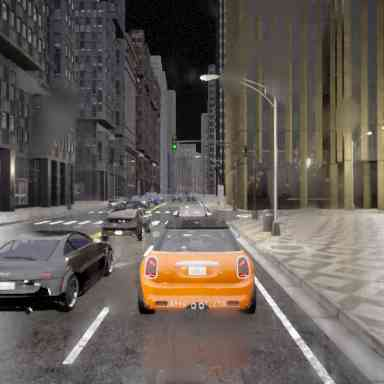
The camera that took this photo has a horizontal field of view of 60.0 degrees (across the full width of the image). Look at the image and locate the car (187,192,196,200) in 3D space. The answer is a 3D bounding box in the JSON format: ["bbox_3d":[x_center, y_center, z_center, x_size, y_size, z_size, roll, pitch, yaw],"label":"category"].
[{"bbox_3d":[-0.119,0.972,84.267,2.097,1.767,4.553,0,0,0],"label":"car"}]

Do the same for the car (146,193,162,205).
[{"bbox_3d":[-6.685,1.112,54.730,2.150,2.045,5.566,0,0,0],"label":"car"}]

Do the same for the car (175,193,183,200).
[{"bbox_3d":[-3.369,1.117,84.293,1.837,1.490,4.892,0,0,0],"label":"car"}]

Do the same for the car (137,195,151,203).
[{"bbox_3d":[-9.848,1.387,68.554,2.033,1.411,5.357,0,0,0],"label":"car"}]

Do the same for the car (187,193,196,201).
[{"bbox_3d":[-0.105,1.337,74.293,1.812,1.442,4.674,0,0,0],"label":"car"}]

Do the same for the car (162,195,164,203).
[{"bbox_3d":[-6.633,1.205,65.244,2.097,1.767,4.553,0,0,0],"label":"car"}]

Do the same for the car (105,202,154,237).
[{"bbox_3d":[-3.172,1.493,16.748,1.837,1.490,4.892,0,0,0],"label":"car"}]

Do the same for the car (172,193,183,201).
[{"bbox_3d":[-3.355,1.168,74.258,2.097,1.767,4.553,0,0,0],"label":"car"}]

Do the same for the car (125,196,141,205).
[{"bbox_3d":[-9.915,1.390,56.375,1.837,1.490,4.892,0,0,0],"label":"car"}]

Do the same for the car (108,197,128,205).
[{"bbox_3d":[-9.918,1.417,44.446,2.128,1.511,4.902,0,0,-1],"label":"car"}]

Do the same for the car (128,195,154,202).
[{"bbox_3d":[-6.662,1.474,44.143,2.033,1.411,5.357,0,0,0],"label":"car"}]

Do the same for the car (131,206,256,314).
[{"bbox_3d":[0.093,1.349,7.744,2.097,1.767,4.553,0,0,0],"label":"car"}]

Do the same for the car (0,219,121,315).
[{"bbox_3d":[-3.166,1.561,7.663,1.994,1.385,4.181,0,0,0],"label":"car"}]

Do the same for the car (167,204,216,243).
[{"bbox_3d":[0.011,1.479,16.984,2.128,1.511,4.902,0,0,1],"label":"car"}]
